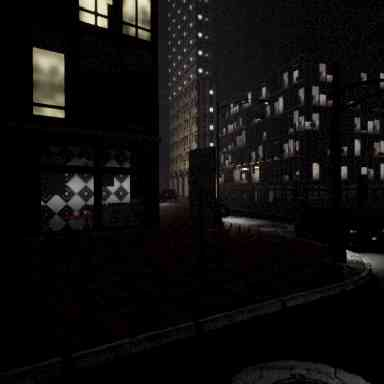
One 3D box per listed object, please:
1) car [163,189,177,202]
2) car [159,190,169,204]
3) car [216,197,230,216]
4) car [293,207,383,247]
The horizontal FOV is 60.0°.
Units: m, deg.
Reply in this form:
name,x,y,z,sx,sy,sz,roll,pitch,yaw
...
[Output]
name,x,y,z,sx,sy,sz,roll,pitch,yaw
car,-4.030,0.537,54.624,2.150,2.045,5.566,-1,1,-18
car,-5.185,0.917,48.978,1.837,1.490,4.892,-1,0,-18
car,1.653,1.198,28.724,2.128,1.511,4.902,-1,1,-19
car,6.247,1.436,14.692,1.812,1.442,4.674,0,1,-14
